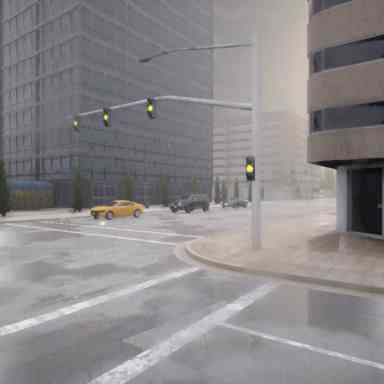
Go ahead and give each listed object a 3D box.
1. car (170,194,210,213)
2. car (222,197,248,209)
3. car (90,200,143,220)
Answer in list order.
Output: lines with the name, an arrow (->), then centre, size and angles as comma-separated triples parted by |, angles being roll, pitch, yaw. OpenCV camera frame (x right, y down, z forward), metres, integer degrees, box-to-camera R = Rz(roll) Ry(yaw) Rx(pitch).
car -> -0.122, 1.221, 37.214 | 2.150, 2.045, 5.566 | 0, 0, 36
car -> 5.893, 1.491, 45.484 | 2.128, 1.511, 4.902 | 0, 0, 36
car -> -6.374, 1.478, 28.601 | 1.882, 1.535, 5.008 | 0, 0, 36
